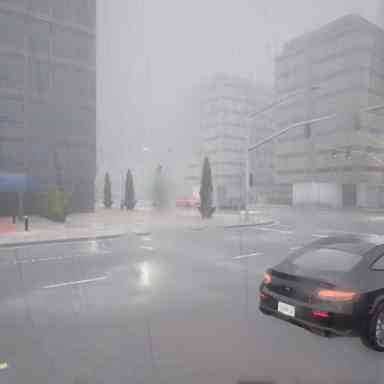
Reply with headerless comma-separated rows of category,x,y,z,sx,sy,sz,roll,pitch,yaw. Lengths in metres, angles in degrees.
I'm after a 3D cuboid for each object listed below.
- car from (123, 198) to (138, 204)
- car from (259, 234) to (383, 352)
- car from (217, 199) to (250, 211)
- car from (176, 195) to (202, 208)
car,-12.107,1.564,64.381,1.994,1.385,4.181,0,0,-35
car,3.247,1.526,6.136,4.674,1.442,1.812,0,0,-35
car,4.958,1.564,39.895,1.994,1.385,4.181,0,0,-35
car,-0.424,1.354,47.576,2.097,1.767,4.553,0,0,-35
